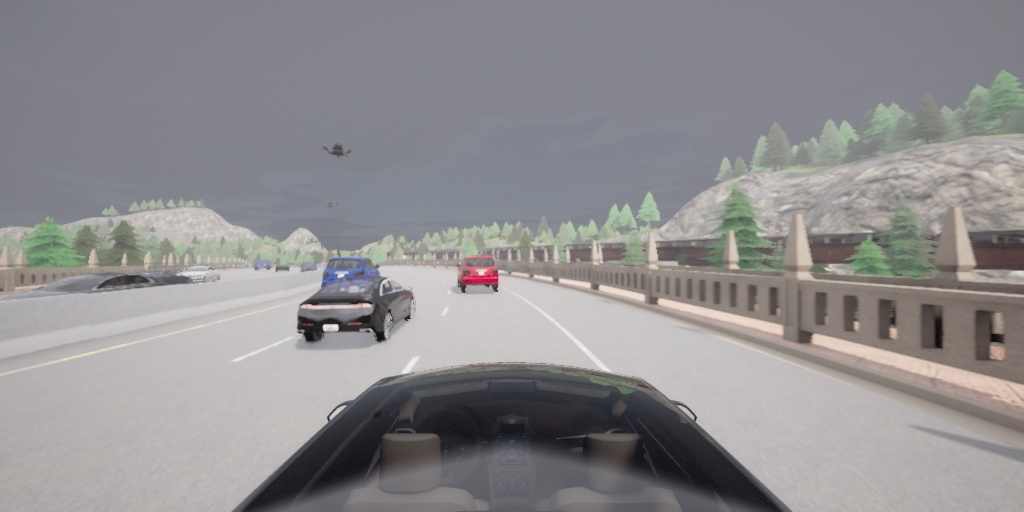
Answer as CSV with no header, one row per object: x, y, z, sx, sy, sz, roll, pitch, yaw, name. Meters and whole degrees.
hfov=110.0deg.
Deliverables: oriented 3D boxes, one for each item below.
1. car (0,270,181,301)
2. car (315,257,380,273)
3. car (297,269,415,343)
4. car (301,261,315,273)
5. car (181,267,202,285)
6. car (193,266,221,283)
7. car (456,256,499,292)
-15.020,1.383,12.977,1.837,1.490,4.892,0,0,-8,car
-8.942,1.089,20.374,2.150,2.045,5.566,0,0,-11,car
-3.955,1.290,9.870,2.128,1.511,4.902,0,0,-4,car
-28.875,1.715,51.112,1.994,1.385,4.181,-1,0,-30,car
-19.804,1.507,19.904,1.994,1.385,4.181,0,0,-13,car
-26.590,1.578,30.609,1.812,1.442,4.674,0,0,-21,car
-2.175,1.048,22.159,2.150,2.045,5.566,0,0,-11,car
